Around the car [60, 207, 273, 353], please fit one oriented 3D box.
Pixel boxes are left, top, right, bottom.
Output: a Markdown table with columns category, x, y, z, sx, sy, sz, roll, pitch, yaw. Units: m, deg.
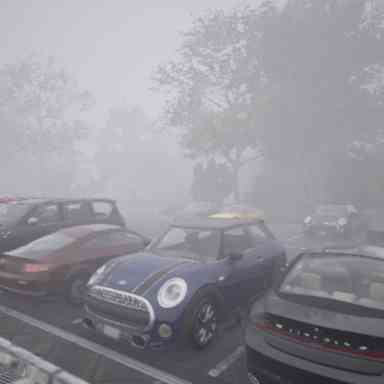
| category | x | y | z | sx | sy | sz | roll | pitch | yaw |
| --- | --- | --- | --- | --- | --- | --- | --- | --- | --- |
| car | 0.178 | 1.350 | 6.456 | 2.185 | 1.767 | 4.553 | 0 | 0 | 35 |

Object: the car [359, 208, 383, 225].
| category | x | y | z | sx | sy | sz | roll | pitch | yaw |
| --- | --- | --- | --- | --- | --- | --- | --- | --- | --- |
| car | 9.617 | 1.513 | 15.720 | 2.163 | 1.488 | 4.792 | 0 | 0 | 35 |

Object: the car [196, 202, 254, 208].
| category | x | y | z | sx | sy | sz | roll | pitch | yaw |
| --- | --- | --- | --- | --- | --- | --- | --- | --- | --- |
| car | 2.740 | 1.456 | 20.419 | 1.946 | 1.575 | 5.366 | 0 | 0 | 35 |

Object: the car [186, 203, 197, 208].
| category | x | y | z | sx | sy | sz | roll | pitch | yaw |
| --- | --- | --- | --- | --- | --- | --- | --- | --- | --- |
| car | 0.588 | 1.452 | 22.184 | 2.231 | 1.521 | 4.892 | 0 | 0 | 35 |

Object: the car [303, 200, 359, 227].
| category | x | y | z | sx | sy | sz | roll | pitch | yaw |
| --- | --- | --- | --- | --- | --- | --- | --- | --- | --- |
| car | 7.388 | 1.350 | 17.378 | 2.185 | 1.767 | 4.553 | 0 | 0 | 35 |

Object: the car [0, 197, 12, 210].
| category | x | y | z | sx | sy | sz | roll | pitch | yaw |
| --- | --- | --- | --- | --- | --- | --- | --- | --- | --- |
| car | -24.510 | 1.404 | 40.024 | 2.002 | 1.452 | 4.674 | 0 | 0 | 35 |

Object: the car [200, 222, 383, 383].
| category | x | y | z | sx | sy | sz | roll | pitch | yaw |
| --- | --- | --- | --- | --- | --- | --- | --- | --- | --- |
| car | 2.440 | 1.485 | 4.801 | 2.231 | 1.521 | 4.892 | 0 | 0 | 35 |

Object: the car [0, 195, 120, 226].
| category | x | y | z | sx | sy | sz | roll | pitch | yaw |
| --- | --- | --- | --- | --- | --- | --- | --- | --- | --- |
| car | -4.425 | 1.208 | 9.657 | 2.435 | 2.045 | 5.566 | 0 | 0 | 35 |

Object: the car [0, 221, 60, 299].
| category | x | y | z | sx | sy | sz | roll | pitch | yaw |
| --- | --- | --- | --- | --- | --- | --- | --- | --- | --- |
| car | -2.126 | 1.508 | 8.053 | 2.002 | 1.452 | 4.674 | 0 | 0 | 35 |

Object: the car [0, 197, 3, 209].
| category | x | y | z | sx | sy | sz | roll | pitch | yaw |
| --- | --- | --- | --- | --- | --- | --- | --- | --- | --- |
| car | -26.680 | 1.361 | 41.564 | 2.097 | 1.535 | 5.008 | 0 | 0 | 35 |
